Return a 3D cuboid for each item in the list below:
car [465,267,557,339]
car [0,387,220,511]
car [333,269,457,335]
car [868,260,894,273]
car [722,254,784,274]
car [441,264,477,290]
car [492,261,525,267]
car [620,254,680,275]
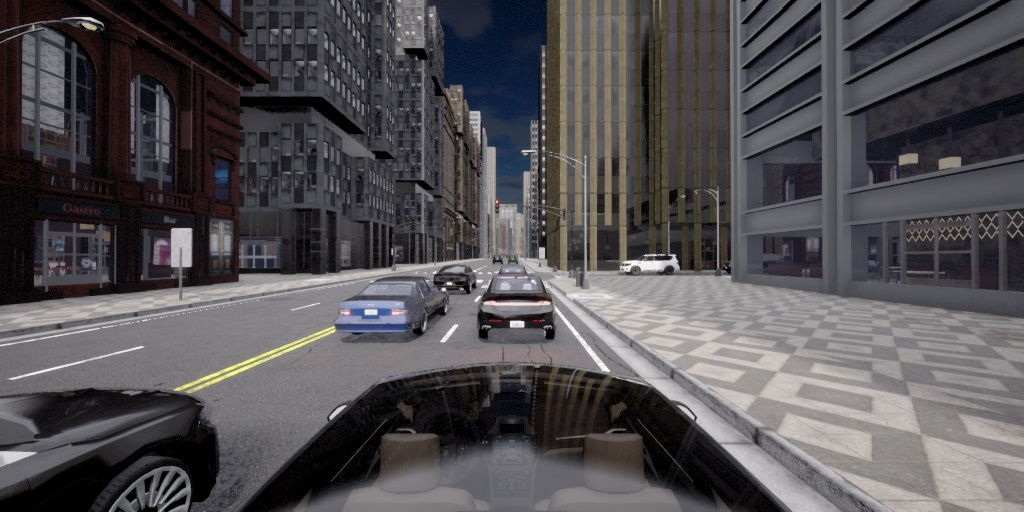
[{"bbox_3d":[0.119,1.238,10.059,2.128,1.511,4.902,0,0,0],"label":"car"},{"bbox_3d":[-3.149,1.241,0.736,2.128,1.511,4.902,0,0,0],"label":"car"},{"bbox_3d":[-3.129,1.293,10.479,2.033,1.411,5.357,0,0,0],"label":"car"},{"bbox_3d":[34.779,1.099,35.802,5.357,1.411,2.033,0,0,0],"label":"car"},{"bbox_3d":[24.162,0.815,35.816,5.566,2.045,2.150,0,0,0],"label":"car"},{"bbox_3d":[-3.102,1.210,20.248,1.882,1.535,5.008,0,0,0],"label":"car"},{"bbox_3d":[0.044,1.225,19.489,2.128,1.511,4.902,0,0,0],"label":"car"},{"bbox_3d":[13.735,0.859,35.815,5.566,2.045,2.150,0,0,0],"label":"car"}]
